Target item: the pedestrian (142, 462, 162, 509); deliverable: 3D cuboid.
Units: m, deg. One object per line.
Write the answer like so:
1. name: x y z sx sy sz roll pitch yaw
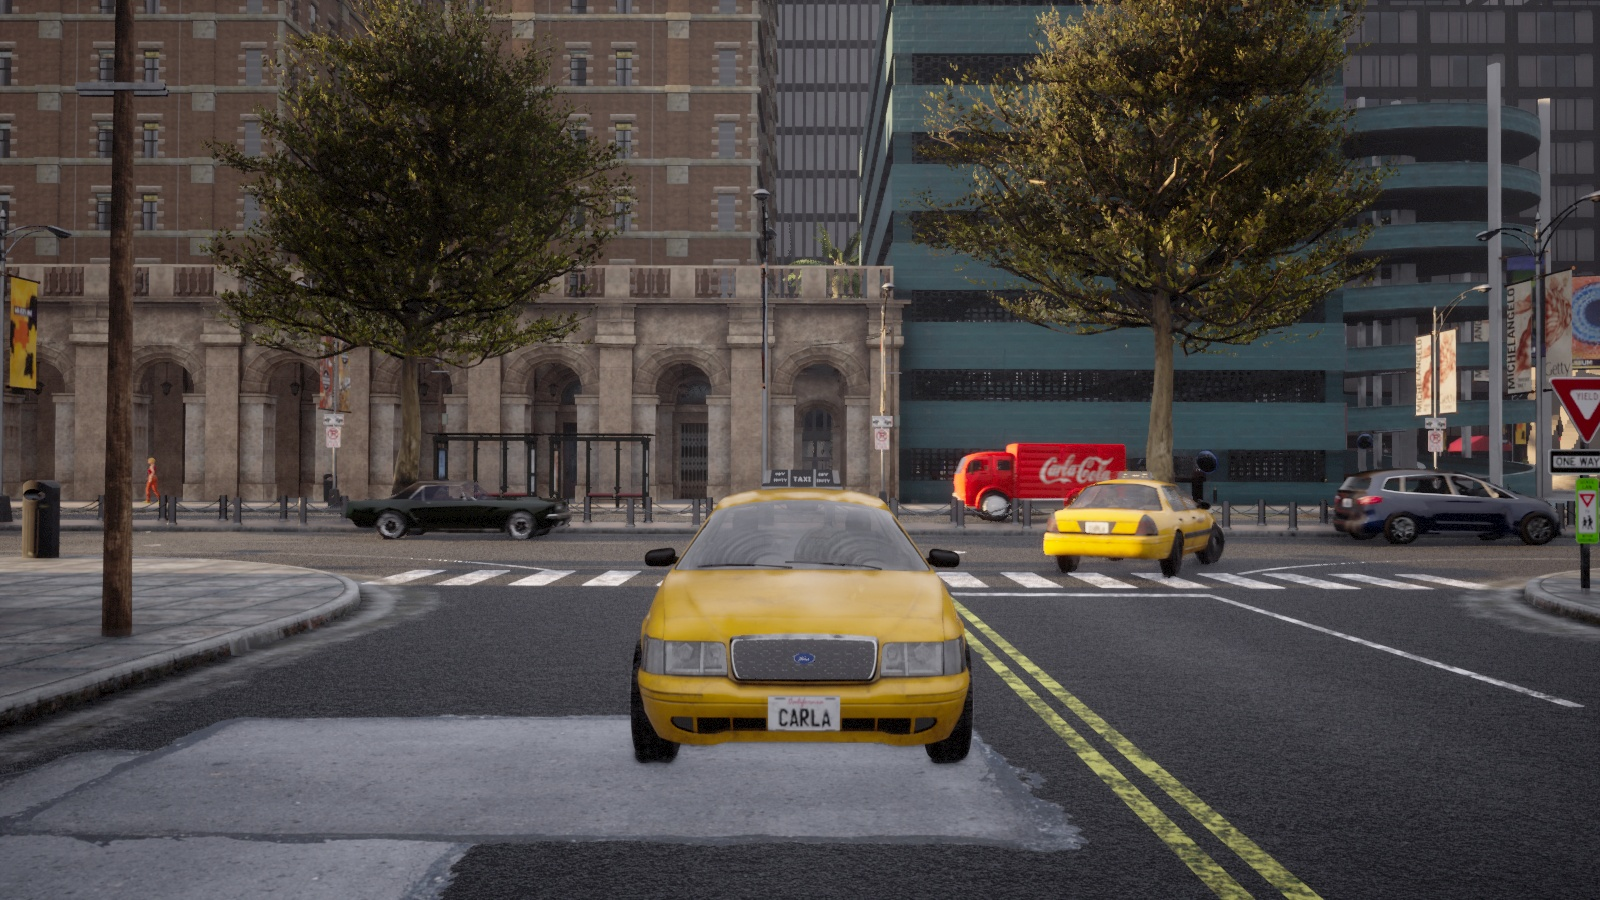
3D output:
1. pedestrian: -25.620 1.406 49.654 0.594 1.836 0.345 0 -1 2

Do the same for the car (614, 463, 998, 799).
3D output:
1. car: 0.017 0.898 8.599 1.801 1.575 5.366 0 -1 0

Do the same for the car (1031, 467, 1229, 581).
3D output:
1. car: 5.475 1.071 20.253 1.801 1.575 5.366 -1 -1 29

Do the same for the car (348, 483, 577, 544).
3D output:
1. car: -7.617 1.425 28.646 4.718 1.301 1.895 0 -1 1

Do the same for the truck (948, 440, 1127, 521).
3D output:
1. truck: 7.448 0.967 39.947 5.204 2.467 2.627 0 -1 1

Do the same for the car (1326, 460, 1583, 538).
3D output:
1. car: 14.651 1.075 28.343 4.611 1.667 2.242 0 -1 1
